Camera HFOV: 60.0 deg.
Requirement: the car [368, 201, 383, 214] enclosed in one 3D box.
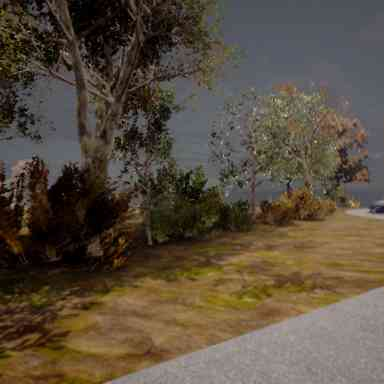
[{"bbox_3d":[19.740,1.612,34.558,1.895,1.301,4.718,0,0,18],"label":"car"}]
